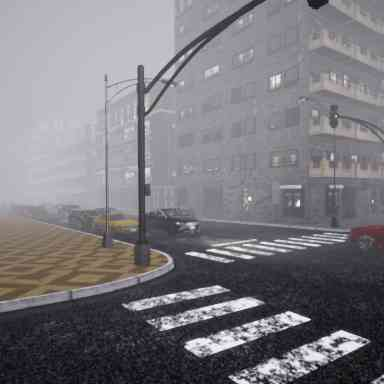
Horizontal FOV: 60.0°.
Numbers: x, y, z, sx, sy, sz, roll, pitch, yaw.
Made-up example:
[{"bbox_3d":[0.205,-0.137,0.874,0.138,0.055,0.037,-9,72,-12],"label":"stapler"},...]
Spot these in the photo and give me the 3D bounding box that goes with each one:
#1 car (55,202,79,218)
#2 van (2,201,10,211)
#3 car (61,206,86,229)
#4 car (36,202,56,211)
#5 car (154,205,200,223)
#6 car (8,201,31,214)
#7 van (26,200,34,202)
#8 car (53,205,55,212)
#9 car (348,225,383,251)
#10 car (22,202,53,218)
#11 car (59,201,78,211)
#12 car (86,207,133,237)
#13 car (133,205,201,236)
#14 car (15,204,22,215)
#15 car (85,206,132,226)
[{"bbox_3d":[-13.238,2.119,36.741,1.837,1.490,4.892,-1,-1,-36],"label":"car"},{"bbox_3d":[-31.636,2.434,57.374,1.690,1.788,3.998,-2,0,-36],"label":"van"},{"bbox_3d":[-8.205,2.002,25.473,1.947,1.339,4.313,-2,0,-36],"label":"car"},{"bbox_3d":[-26.440,2.520,60.116,2.128,1.511,4.902,-1,-1,-37],"label":"car"},{"bbox_3d":[-1.452,1.916,30.434,2.008,1.369,4.403,-2,0,-36],"label":"car"},{"bbox_3d":[-24.937,2.450,48.259,1.887,1.381,4.507,-2,0,-36],"label":"car"},{"bbox_3d":[-41.615,2.833,85.121,1.690,1.788,3.998,-2,0,-36],"label":"van"},{"bbox_3d":[-20.507,2.426,52.029,1.994,1.385,4.181,-1,-1,-36],"label":"car"},{"bbox_3d":[8.519,1.652,12.503,1.895,1.301,4.718,-1,-1,-36],"label":"car"},{"bbox_3d":[-18.245,2.262,39.145,1.887,1.381,4.507,-2,0,-36],"label":"car"},{"bbox_3d":[-21.534,2.367,57.778,1.967,1.590,4.097,-2,0,-36],"label":"car"},{"bbox_3d":[-4.760,1.866,20.780,1.752,1.417,4.829,-2,0,-36],"label":"car"},{"bbox_3d":[-1.429,1.775,20.636,2.128,1.511,4.902,-1,-1,-36],"label":"car"},{"bbox_3d":[-21.590,2.393,43.702,1.802,1.307,4.206,-2,0,-36],"label":"car"},{"bbox_3d":[-7.284,1.995,28.610,2.033,1.411,5.357,-1,-1,-37],"label":"car"}]
